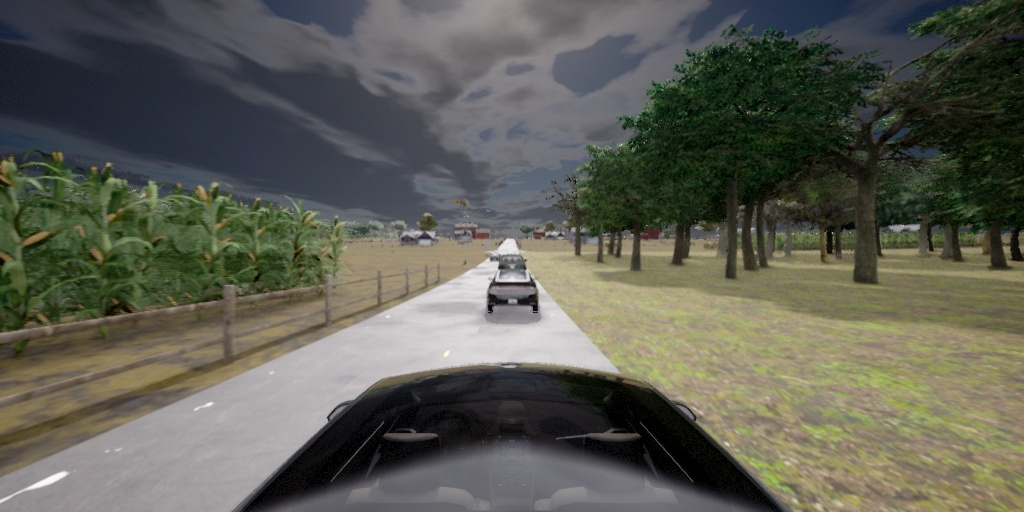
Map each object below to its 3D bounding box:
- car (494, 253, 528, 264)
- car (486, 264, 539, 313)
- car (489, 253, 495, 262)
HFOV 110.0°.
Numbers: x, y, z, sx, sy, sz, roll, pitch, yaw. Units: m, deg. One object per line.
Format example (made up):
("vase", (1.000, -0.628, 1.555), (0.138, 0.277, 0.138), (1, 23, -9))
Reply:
("car", (0.027, 0.826, 28.027), (2.150, 2.045, 5.566), (0, 1, 0))
("car", (0.043, 1.259, 14.137), (2.128, 1.511, 4.902), (0, 0, 1))
("car", (-2.801, 0.221, 59.581), (2.033, 1.411, 5.357), (0, 2, 1))
